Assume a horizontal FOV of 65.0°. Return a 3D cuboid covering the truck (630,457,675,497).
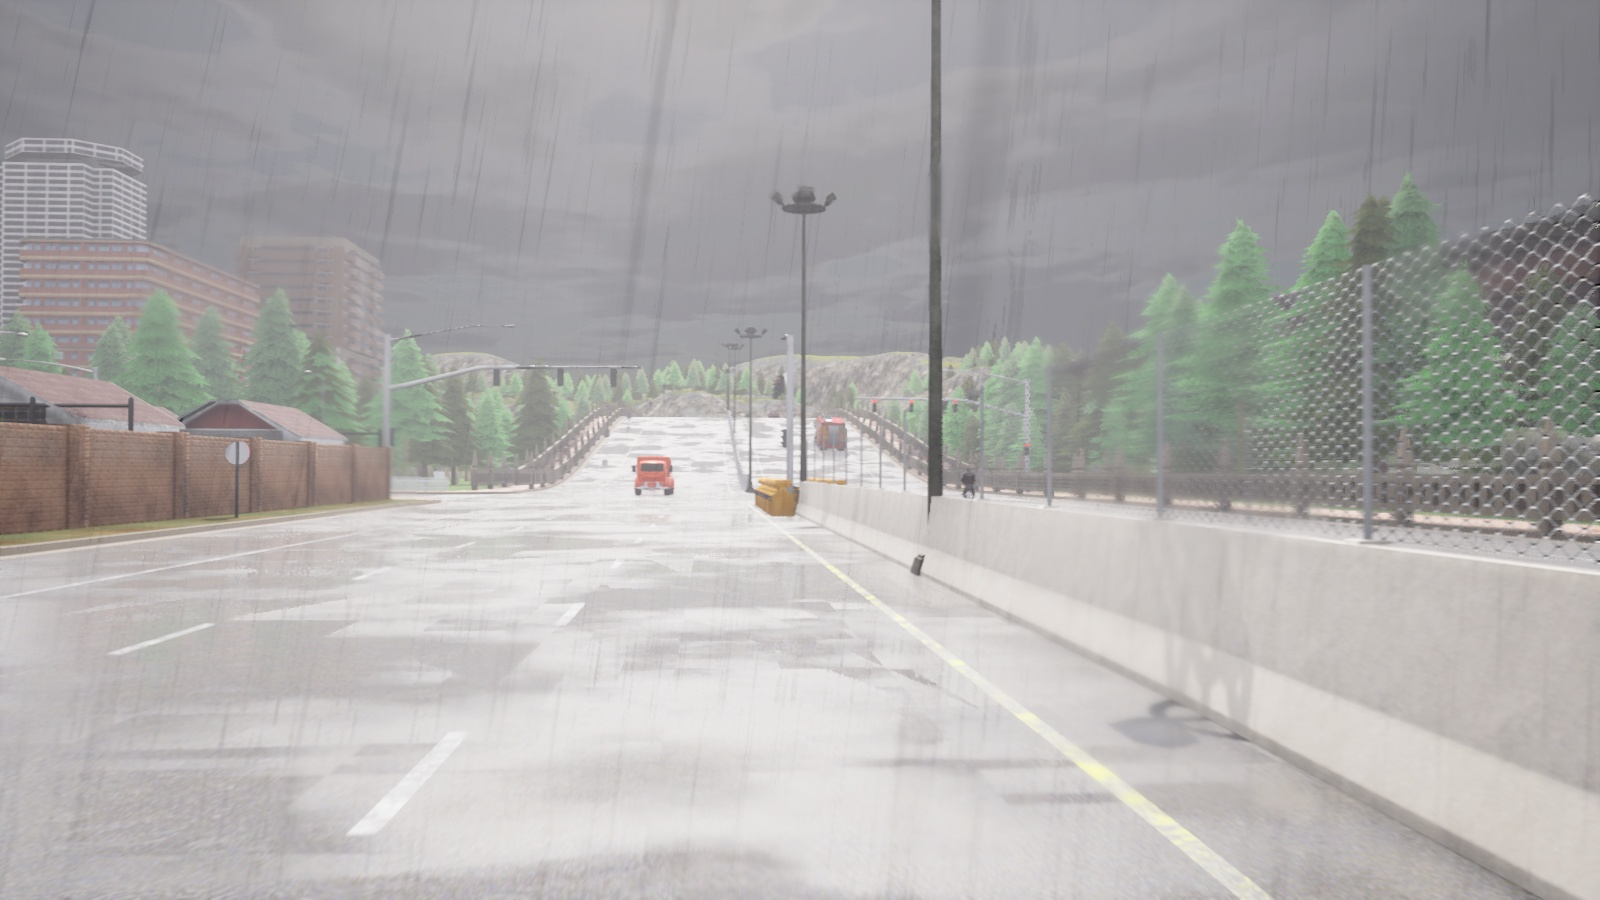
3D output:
[{"bbox_3d":[-9.326,1.706,79.823,2.627,2.467,5.204,0,-1,-4],"label":"truck"}]
